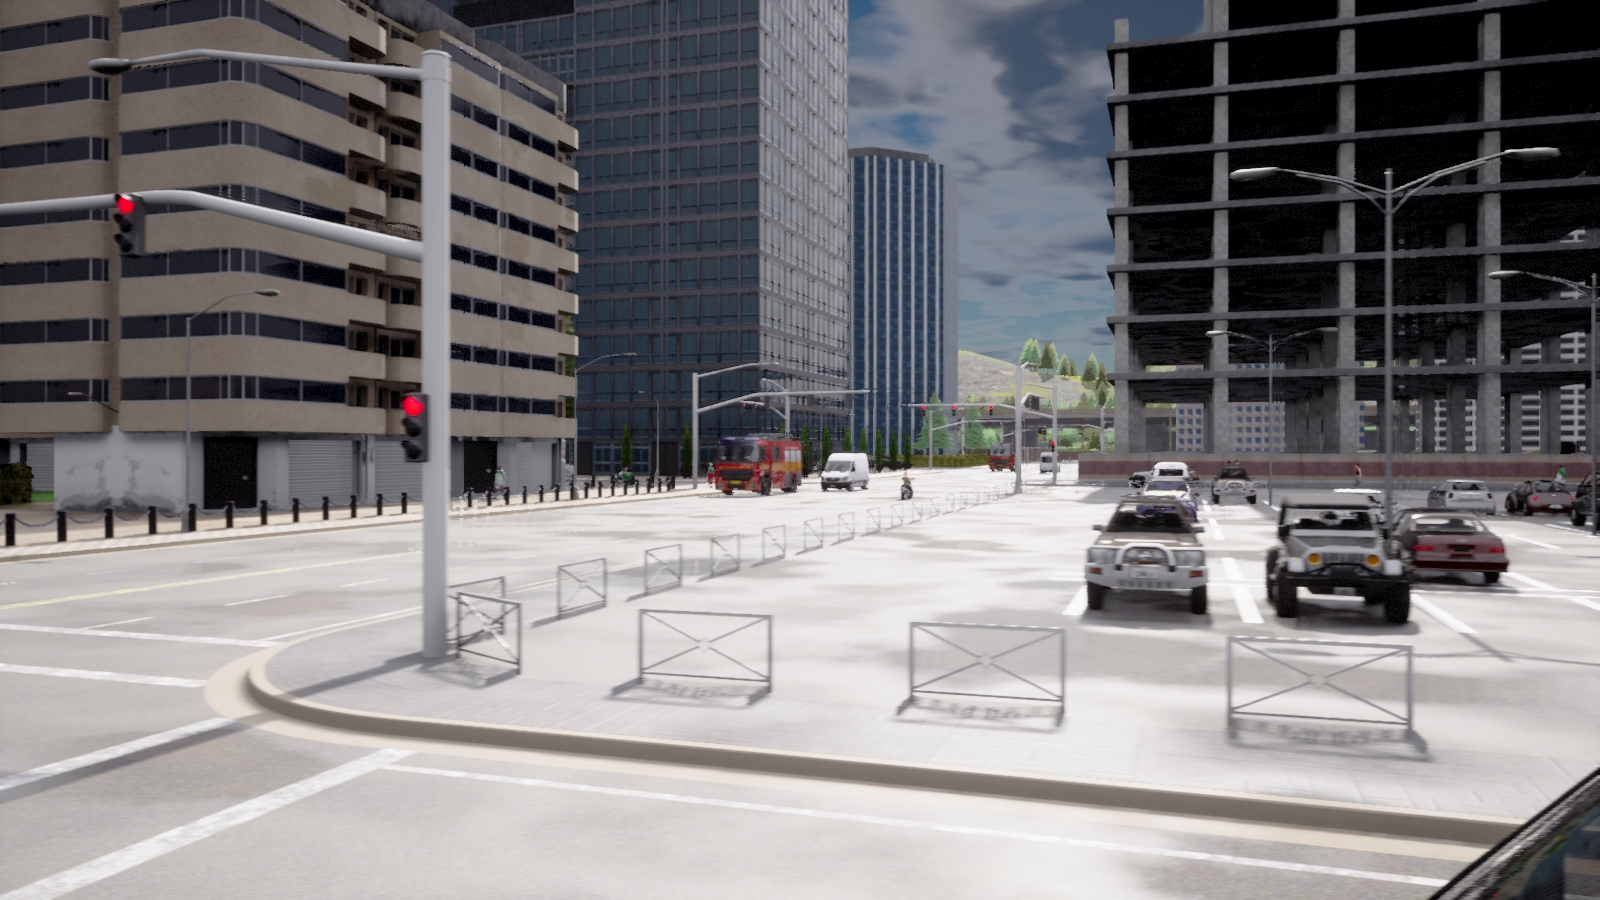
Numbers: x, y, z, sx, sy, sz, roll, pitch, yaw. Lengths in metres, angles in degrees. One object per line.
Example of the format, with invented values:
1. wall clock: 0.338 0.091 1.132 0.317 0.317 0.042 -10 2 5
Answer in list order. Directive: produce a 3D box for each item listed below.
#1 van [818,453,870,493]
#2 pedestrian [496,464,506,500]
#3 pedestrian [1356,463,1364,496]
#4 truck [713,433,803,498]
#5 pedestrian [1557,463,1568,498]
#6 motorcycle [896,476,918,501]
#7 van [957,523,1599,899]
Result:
1. van: 3.047 1.508 77.463 1.988 2.561 5.915 0 0 18
2. pedestrian: -15.501 1.656 59.203 0.375 1.860 0.375 0 0 28
3. pedestrian: 31.757 1.647 64.784 0.375 1.860 0.375 0 0 15
4. truck: -2.482 0.882 71.930 2.891 3.827 8.468 0 0 18
5. pedestrian: 40.969 1.646 61.395 0.375 1.860 0.375 0 0 16
6. motorcycle: 6.026 2.156 64.239 0.764 1.307 2.356 0 0 18
7. van: 3.413 1.535 2.065 5.915 2.561 1.988 0 0 20
